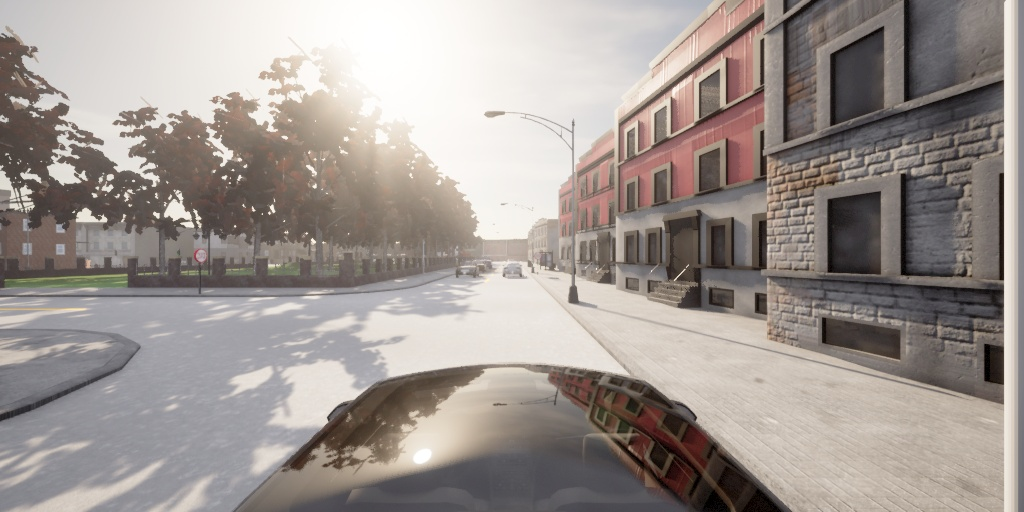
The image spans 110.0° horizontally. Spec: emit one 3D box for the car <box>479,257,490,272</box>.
[{"bbox_3d":[-4.205,1.227,44.317,1.882,1.535,5.008,0,0,0],"label":"car"}]

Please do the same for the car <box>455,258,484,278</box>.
[{"bbox_3d":[-4.184,1.241,34.169,2.128,1.511,4.902,0,0,0],"label":"car"}]

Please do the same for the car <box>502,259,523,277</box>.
[{"bbox_3d":[0.036,1.275,36.119,1.812,1.442,4.674,0,0,0],"label":"car"}]

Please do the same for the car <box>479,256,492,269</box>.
[{"bbox_3d":[-4.205,0.971,55.051,2.150,2.045,5.566,0,0,0],"label":"car"}]
